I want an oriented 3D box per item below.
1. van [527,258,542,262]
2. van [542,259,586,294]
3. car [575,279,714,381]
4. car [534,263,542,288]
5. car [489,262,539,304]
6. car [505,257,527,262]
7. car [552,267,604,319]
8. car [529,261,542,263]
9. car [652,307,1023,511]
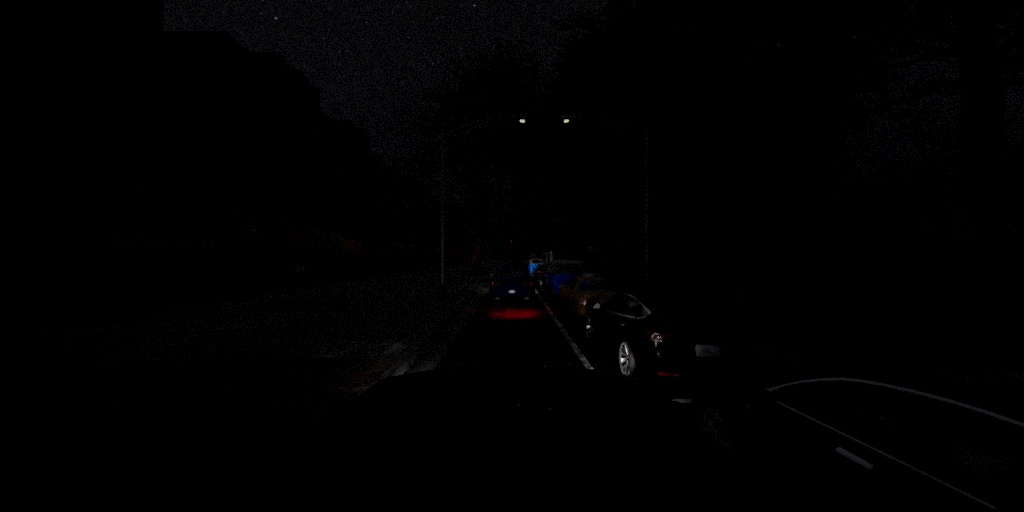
[{"bbox_3d":[2.639,1.126,39.616,1.690,1.789,3.998,0,0,0],"label":"van"},{"bbox_3d":[2.639,1.097,17.818,1.690,1.789,3.998,0,0,0],"label":"van"},{"bbox_3d":[2.639,1.315,6.920,1.948,1.339,4.313,0,0,0],"label":"car"},{"bbox_3d":[2.639,1.327,23.268,1.948,1.339,4.313,0,0,0],"label":"car"},{"bbox_3d":[0.000,1.241,16.501,1.882,1.535,5.008,0,0,0],"label":"car"},{"bbox_3d":[0.000,1.139,31.473,2.097,1.767,4.553,0,0,0],"label":"car"},{"bbox_3d":[2.639,1.278,12.539,1.751,1.417,4.829,0,0,0],"label":"car"},{"bbox_3d":[2.639,1.318,28.717,2.007,1.370,4.403,0,0,0],"label":"car"},{"bbox_3d":[2.648,1.299,1.932,2.007,1.370,4.403,0,0,0],"label":"car"}]
